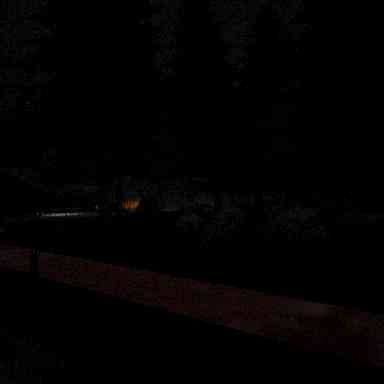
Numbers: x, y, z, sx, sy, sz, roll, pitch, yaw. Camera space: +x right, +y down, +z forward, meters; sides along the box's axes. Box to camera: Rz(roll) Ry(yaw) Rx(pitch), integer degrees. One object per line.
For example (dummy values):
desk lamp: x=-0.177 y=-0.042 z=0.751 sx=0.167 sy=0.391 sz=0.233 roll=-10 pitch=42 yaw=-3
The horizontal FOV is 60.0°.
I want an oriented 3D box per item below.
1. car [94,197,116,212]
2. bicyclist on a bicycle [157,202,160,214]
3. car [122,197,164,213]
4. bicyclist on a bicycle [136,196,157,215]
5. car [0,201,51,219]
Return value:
car: x=-8.278 y=1.329 z=35.889 sx=2.128 sy=1.511 sz=4.902 roll=0 pitch=0 yaw=36
bicyclist on a bicycle: x=-3.511 y=1.142 z=28.907 sx=1.656 sy=1.620 sz=0.582 roll=0 pitch=0 yaw=22
car: x=-4.928 y=1.315 z=34.296 sx=1.882 sy=1.535 sz=5.008 roll=0 pitch=0 yaw=35
bicyclist on a bicycle: x=-4.072 y=1.141 z=28.424 sx=1.656 sy=1.620 sz=0.582 roll=0 pitch=0 yaw=15
car: x=-14.331 y=1.438 z=27.403 sx=1.895 sy=1.301 sz=4.718 roll=0 pitch=0 yaw=35
